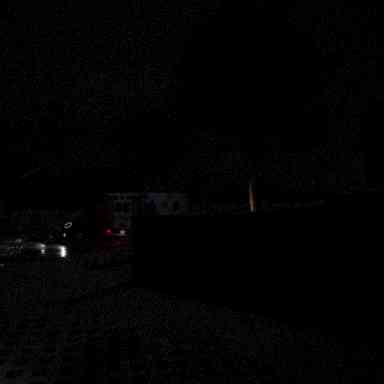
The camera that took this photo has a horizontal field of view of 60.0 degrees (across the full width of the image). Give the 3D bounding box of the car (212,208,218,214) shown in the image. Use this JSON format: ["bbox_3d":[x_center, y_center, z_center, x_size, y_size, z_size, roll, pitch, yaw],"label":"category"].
[{"bbox_3d":[0.317,1.822,26.488,2.097,1.767,4.553,-1,-2,35],"label":"car"}]

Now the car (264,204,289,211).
[{"bbox_3d":[10.343,2.239,40.472,1.837,1.490,4.892,-1,-2,37],"label":"car"}]

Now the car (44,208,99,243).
[{"bbox_3d":[-5.573,1.656,18.063,2.097,1.767,4.553,-1,-2,35],"label":"car"}]

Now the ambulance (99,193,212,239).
[{"bbox_3d":[-1.742,1.328,18.581,2.351,2.431,6.366,-1,-2,35],"label":"ambulance"}]
